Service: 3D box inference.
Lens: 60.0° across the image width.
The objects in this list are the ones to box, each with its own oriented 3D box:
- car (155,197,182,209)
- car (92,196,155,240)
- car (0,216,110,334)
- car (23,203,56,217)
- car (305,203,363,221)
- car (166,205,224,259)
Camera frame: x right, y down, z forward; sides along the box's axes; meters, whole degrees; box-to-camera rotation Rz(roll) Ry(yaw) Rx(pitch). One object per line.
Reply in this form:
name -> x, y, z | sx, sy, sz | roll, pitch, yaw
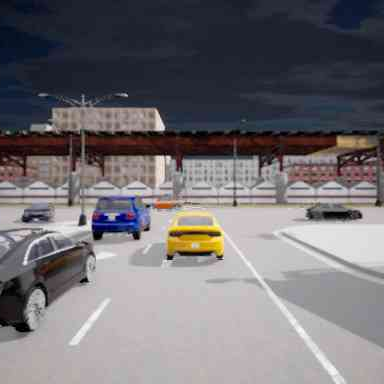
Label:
car -> -3.390, 1.354, 40.426 | 4.553, 1.767, 2.097 | 0, 0, 0
car -> -3.457, 1.223, 17.113 | 2.150, 2.045, 5.566 | 0, 0, 0
car -> -3.400, 1.492, 6.742 | 2.128, 1.511, 4.902 | 0, 0, 0
car -> -11.643, 1.550, 25.726 | 2.033, 1.411, 5.357 | 0, 0, -17
car -> 11.152, 1.565, 26.329 | 4.181, 1.385, 1.994 | 0, 0, 2
car -> 0.099, 1.479, 12.564 | 1.882, 1.535, 5.008 | 0, 0, 0
